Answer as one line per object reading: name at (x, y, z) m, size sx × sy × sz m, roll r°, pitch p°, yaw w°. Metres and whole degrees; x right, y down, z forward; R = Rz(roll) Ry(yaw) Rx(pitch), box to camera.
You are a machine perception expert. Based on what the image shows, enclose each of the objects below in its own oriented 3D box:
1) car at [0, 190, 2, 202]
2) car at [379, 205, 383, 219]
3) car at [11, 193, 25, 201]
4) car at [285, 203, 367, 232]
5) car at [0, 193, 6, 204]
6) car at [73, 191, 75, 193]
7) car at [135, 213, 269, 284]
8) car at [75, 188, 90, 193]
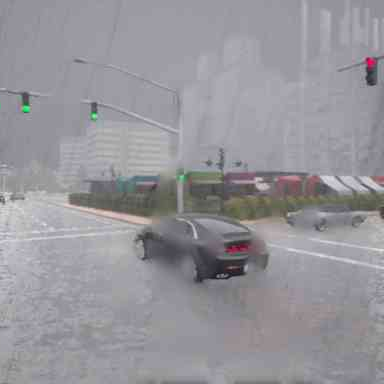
car at (-32.641, 0.627, 54.934) m, size 2.097 × 1.767 × 4.553 m, roll -1°, pitch 1°, yaw -32°
car at (14.952, 1.085, 23.020) m, size 5.008 × 1.535 × 1.882 m, roll -1°, pitch 1°, yaw -33°
car at (-29.875, 0.798, 57.119) m, size 1.994 × 1.385 × 4.181 m, roll -1°, pitch 1°, yaw -32°
car at (7.298, 1.305, 18.071) m, size 4.718 × 1.301 × 1.895 m, roll -1°, pitch 1°, yaw -31°
car at (-26.367, 0.881, 45.039) m, size 1.882 × 1.535 × 5.008 m, roll -1°, pitch 1°, yaw -32°
car at (-24.624, 0.094, 75.685) m, size 4.605 × 1.855 × 1.932 m, roll -1°, pitch 1°, yaw -33°
car at (-0.023, 1.364, 9.302) m, size 1.837 × 1.490 × 4.892 m, roll -1°, pitch 1°, yaw -32°
car at (-23.079, 0.129, 73.238) m, size 3.866 × 1.878 × 1.905 m, roll -1°, pitch 1°, yaw -33°
